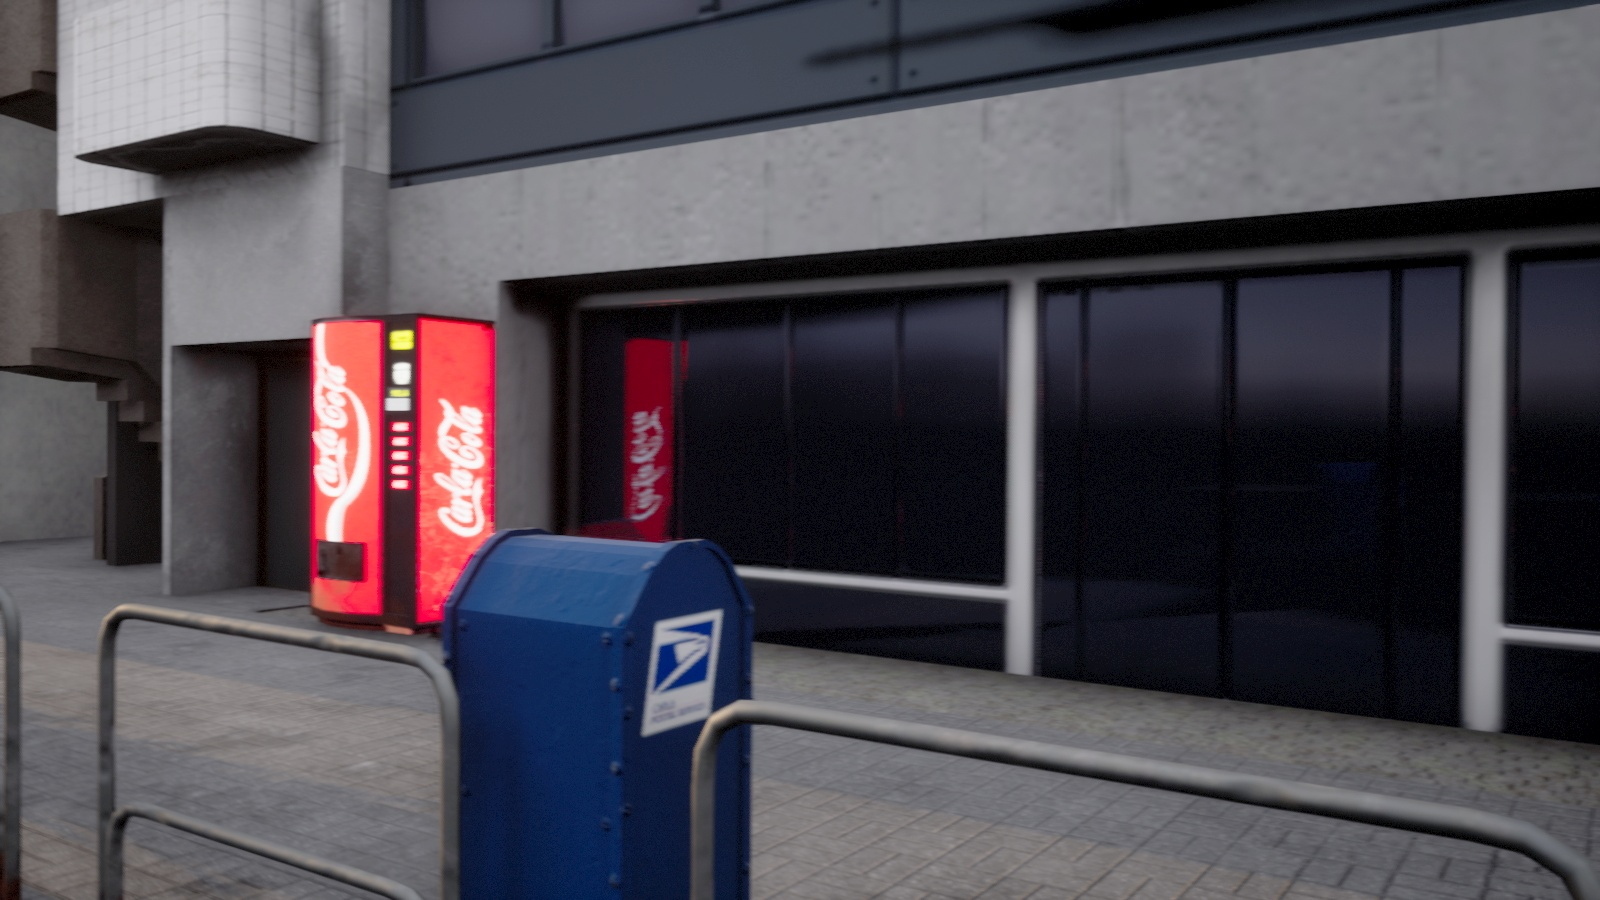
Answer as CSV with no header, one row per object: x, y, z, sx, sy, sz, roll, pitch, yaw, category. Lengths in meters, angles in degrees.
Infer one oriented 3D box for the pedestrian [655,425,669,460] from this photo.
-7.435,-0.418,67.520,0.376,1.854,0.720,0,1,33,pedestrian
